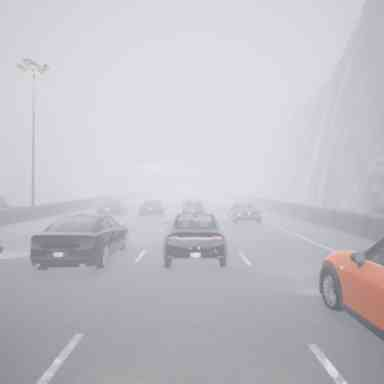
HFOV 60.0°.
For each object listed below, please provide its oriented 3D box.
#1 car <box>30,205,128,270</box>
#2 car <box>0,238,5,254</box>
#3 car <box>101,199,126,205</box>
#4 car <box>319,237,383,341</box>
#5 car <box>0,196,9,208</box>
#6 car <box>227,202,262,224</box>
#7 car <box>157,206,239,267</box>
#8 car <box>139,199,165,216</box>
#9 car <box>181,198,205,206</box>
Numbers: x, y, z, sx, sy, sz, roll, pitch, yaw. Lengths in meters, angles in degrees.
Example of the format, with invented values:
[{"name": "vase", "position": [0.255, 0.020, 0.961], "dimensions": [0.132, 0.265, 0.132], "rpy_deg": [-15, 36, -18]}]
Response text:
[{"name": "car", "position": [-3.405, 1.428, 10.942], "dimensions": [1.882, 1.535, 5.008], "rpy_deg": [0, 0, 0]}, {"name": "car", "position": [-6.903, 1.515, 8.166], "dimensions": [2.033, 1.411, 5.357], "rpy_deg": [0, 0, 0]}, {"name": "car", "position": [-6.913, 1.335, 29.232], "dimensions": [1.994, 1.385, 4.181], "rpy_deg": [0, 1, 0]}, {"name": "car", "position": [3.597, 1.335, 4.826], "dimensions": [2.097, 1.767, 4.553], "rpy_deg": [0, 0, 0]}, {"name": "car", "position": [-17.608, 1.136, 28.261], "dimensions": [2.097, 1.767, 4.553], "rpy_deg": [0, 1, 0]}, {"name": "car", "position": [3.589, 1.390, 23.341], "dimensions": [2.033, 1.411, 5.357], "rpy_deg": [0, 1, 0]}, {"name": "car", "position": [0.095, 1.440, 11.224], "dimensions": [2.128, 1.511, 4.902], "rpy_deg": [0, 0, 0]}, {"name": "car", "position": [-3.413, 1.337, 29.135], "dimensions": [1.994, 1.385, 4.181], "rpy_deg": [0, 1, 0]}, {"name": "car", "position": [0.087, 1.271, 28.622], "dimensions": [2.128, 1.511, 4.902], "rpy_deg": [0, 1, 0]}]
